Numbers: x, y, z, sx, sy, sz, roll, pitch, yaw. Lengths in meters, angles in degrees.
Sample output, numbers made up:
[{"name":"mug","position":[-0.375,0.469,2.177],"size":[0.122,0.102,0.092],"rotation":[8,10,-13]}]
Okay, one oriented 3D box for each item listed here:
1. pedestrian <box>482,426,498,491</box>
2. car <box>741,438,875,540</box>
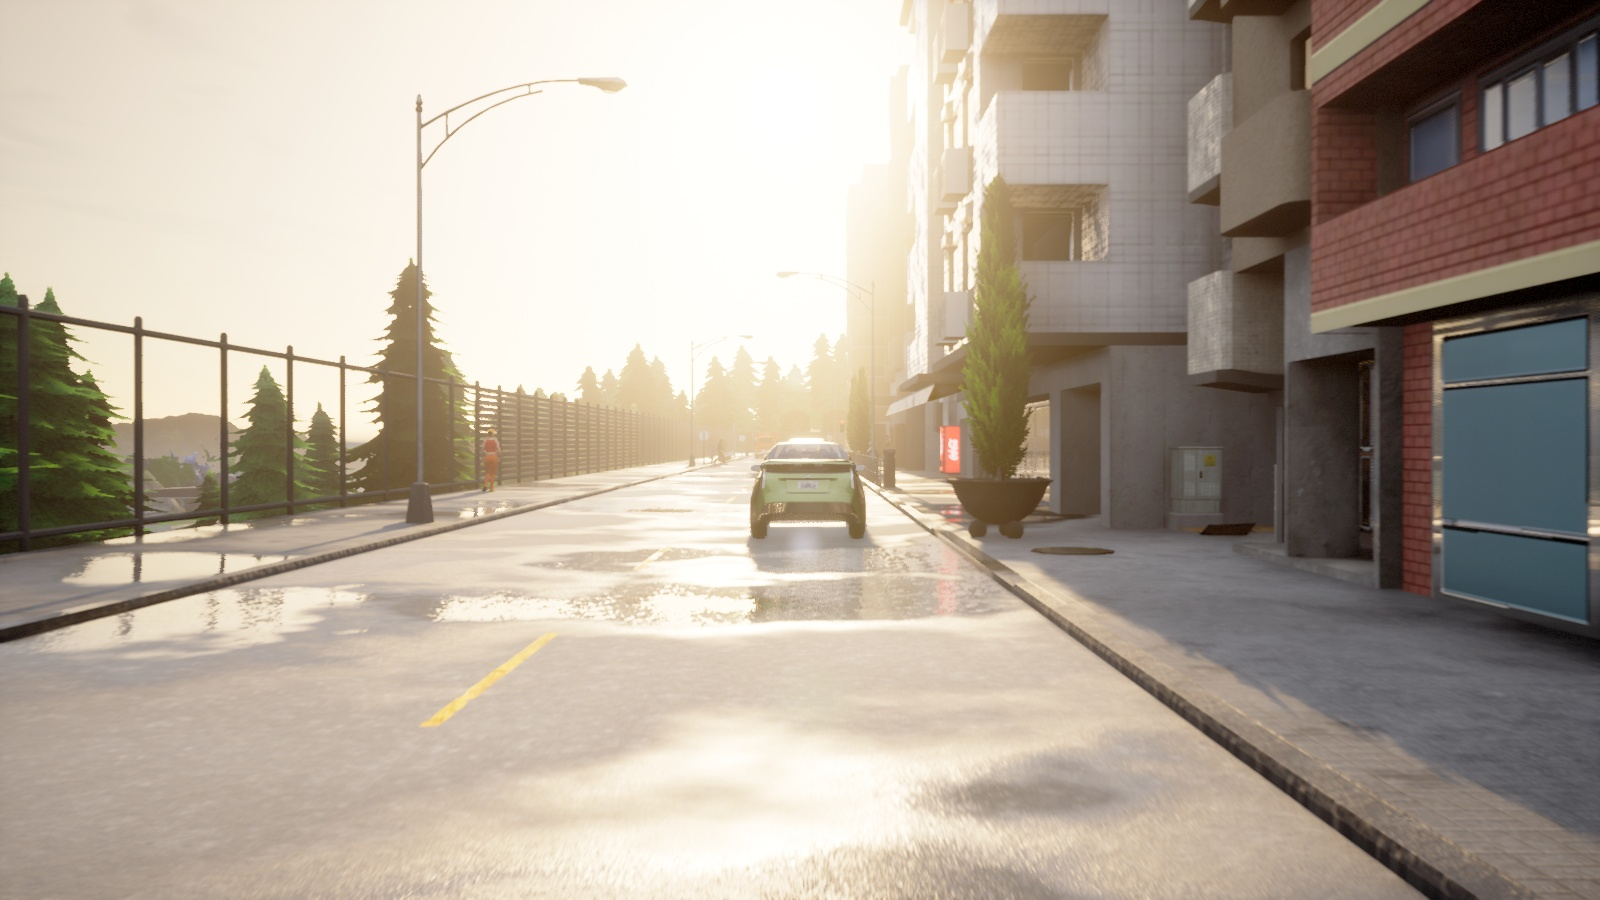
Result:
[{"name":"pedestrian","position":[-8.819,0.248,35.733],"size":[0.345,1.836,0.594],"rotation":[0,0,-4]},{"name":"car","position":[0.132,0.575,21.087],"size":[2.007,1.525,4.514],"rotation":[0,0,0]}]
